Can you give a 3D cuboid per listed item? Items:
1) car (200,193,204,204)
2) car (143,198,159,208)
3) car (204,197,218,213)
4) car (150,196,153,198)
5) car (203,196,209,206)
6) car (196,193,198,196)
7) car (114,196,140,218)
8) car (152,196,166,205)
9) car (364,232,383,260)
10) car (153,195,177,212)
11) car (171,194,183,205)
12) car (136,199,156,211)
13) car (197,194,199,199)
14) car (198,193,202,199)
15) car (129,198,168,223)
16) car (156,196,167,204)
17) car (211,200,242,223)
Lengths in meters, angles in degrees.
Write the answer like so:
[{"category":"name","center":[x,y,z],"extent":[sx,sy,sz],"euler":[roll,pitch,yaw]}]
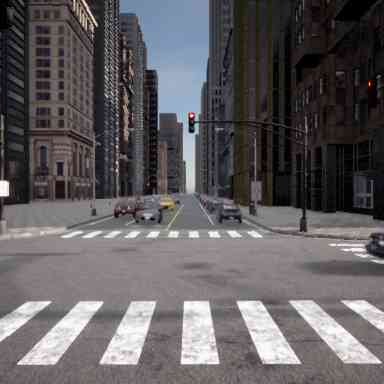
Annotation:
[{"category":"car","center":[2.724,1.449,53.323],"extent":[1.967,1.590,4.097],"euler":[0,0,0]},{"category":"car","center":[-5.797,1.589,47.668],"extent":[1.802,1.307,4.206],"euler":[0,0,0]},{"category":"car","center":[2.736,1.554,36.402],"extent":[2.008,1.369,4.403],"euler":[0,0,0]},{"category":"car","center":[-5.790,1.444,36.387],"extent":[1.967,1.590,4.097],"euler":[0,0,0]},{"category":"car","center":[2.732,1.550,42.042],"extent":[1.887,1.381,4.507],"euler":[0,0,0]},{"category":"car","center":[2.701,1.561,87.337],"extent":[1.752,1.417,4.829],"euler":[0,0,0]},{"category":"car","center":[-5.786,1.317,30.746],"extent":[2.192,1.841,5.009],"euler":[0,0,0]},{"category":"car","center":[-5.805,1.452,58.949],"extent":[1.967,1.590,4.097],"euler":[0,0,0]},{"category":"car","center":[8.034,1.530,9.723],"extent":[5.357,1.411,2.033],"euler":[0,0,-1]},{"category":"car","center":[-3.123,1.482,39.596],"extent":[1.882,1.535,5.008],"euler":[0,0,0]},{"category":"car","center":[-3.049,1.521,59.004],"extent":[1.837,1.490,4.892],"euler":[0,0,0]},{"category":"car","center":[-5.793,1.571,42.028],"extent":[1.947,1.339,4.313],"euler":[0,0,0]},{"category":"car","center":[2.709,1.569,75.885],"extent":[1.887,1.381,4.507],"euler":[0,0,0]},{"category":"car","center":[2.716,1.456,64.604],"extent":[1.967,1.590,4.097],"euler":[0,0,0]},{"category":"car","center":[-3.169,1.493,25.187],"extent":[2.128,1.511,4.902],"euler":[0,0,-3]},{"category":"car","center":[-5.809,1.541,64.420],"extent":[1.752,1.417,4.829],"euler":[0,0,0]},{"category":"car","center":[2.743,1.552,25.120],"extent":[2.008,1.369,4.403],"euler":[0,0,0]}]
